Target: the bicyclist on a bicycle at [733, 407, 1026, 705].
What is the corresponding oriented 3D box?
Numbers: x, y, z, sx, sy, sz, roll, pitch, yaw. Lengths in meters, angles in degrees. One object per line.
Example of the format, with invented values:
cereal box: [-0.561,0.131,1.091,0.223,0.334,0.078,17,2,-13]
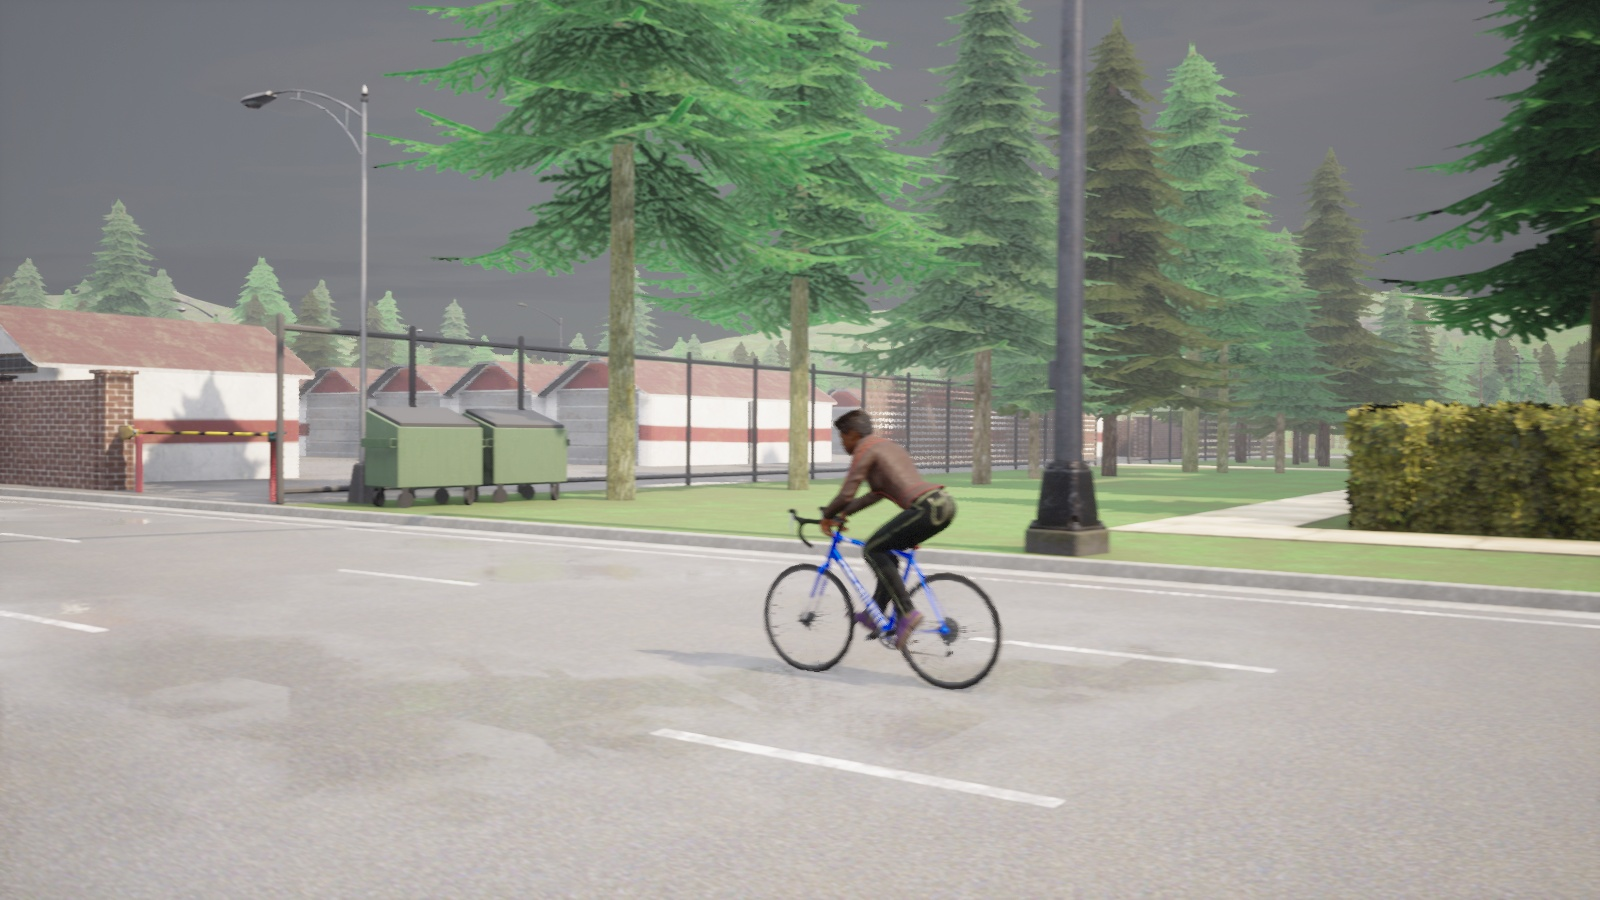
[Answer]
bicyclist on a bicycle: [0.452,0.577,7.524,1.656,1.620,0.582,-1,1,34]
